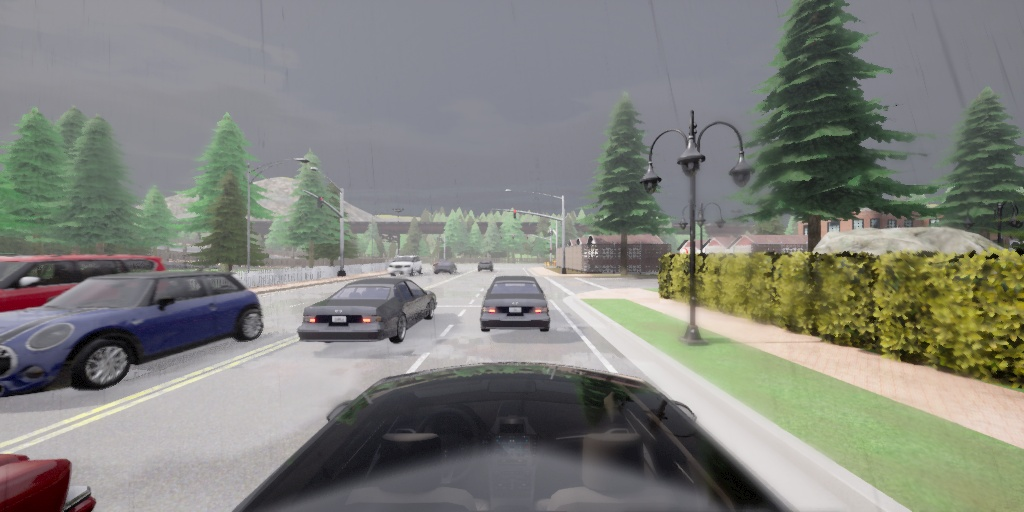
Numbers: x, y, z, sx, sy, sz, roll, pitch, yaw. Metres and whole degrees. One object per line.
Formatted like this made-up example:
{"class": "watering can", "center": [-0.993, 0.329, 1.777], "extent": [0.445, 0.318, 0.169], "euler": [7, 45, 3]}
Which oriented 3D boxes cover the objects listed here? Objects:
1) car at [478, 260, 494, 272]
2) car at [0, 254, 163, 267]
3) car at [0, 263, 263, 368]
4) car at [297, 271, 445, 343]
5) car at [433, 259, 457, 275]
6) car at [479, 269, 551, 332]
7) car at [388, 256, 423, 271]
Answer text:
{"class": "car", "center": [-3.395, 1.241, 46.713], "extent": [2.128, 1.511, 4.902], "euler": [0, 0, 0]}
{"class": "car", "center": [-10.599, 0.971, 7.874], "extent": [2.150, 2.045, 5.566], "euler": [0, 0, 0]}
{"class": "car", "center": [-7.099, 1.102, 6.782], "extent": [2.097, 1.767, 4.553], "euler": [0, 0, 0]}
{"class": "car", "center": [-3.416, 1.297, 9.624], "extent": [2.033, 1.411, 5.357], "euler": [0, 0, 0]}
{"class": "car", "center": [-7.090, 1.297, 38.716], "extent": [2.033, 1.411, 5.357], "euler": [0, 0, 0]}
{"class": "car", "center": [0.085, 1.297, 10.839], "extent": [2.033, 1.411, 5.357], "euler": [0, 0, 0]}
{"class": "car", "center": [-10.593, 0.971, 36.125], "extent": [2.150, 2.045, 5.566], "euler": [0, 0, 0]}
